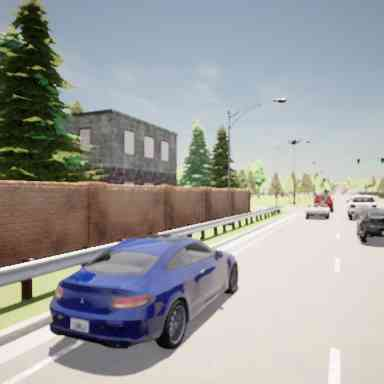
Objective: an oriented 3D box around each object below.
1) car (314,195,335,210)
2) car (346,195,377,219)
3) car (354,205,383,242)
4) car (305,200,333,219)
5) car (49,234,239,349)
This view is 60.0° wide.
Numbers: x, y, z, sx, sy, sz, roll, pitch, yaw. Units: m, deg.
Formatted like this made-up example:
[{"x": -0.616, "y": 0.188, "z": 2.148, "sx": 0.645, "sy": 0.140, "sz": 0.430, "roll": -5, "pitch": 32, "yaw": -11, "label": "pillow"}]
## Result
[{"x": 16.041, "y": 1.345, "z": 40.510, "sx": 2.150, "sy": 2.045, "sz": 5.566, "roll": 0, "pitch": 0, "yaw": 24, "label": "car"}, {"x": 14.928, "y": 1.317, "z": 29.257, "sx": 2.150, "sy": 2.045, "sz": 5.566, "roll": 0, "pitch": 0, "yaw": 24, "label": "car"}, {"x": 9.118, "y": 1.554, "z": 16.145, "sx": 1.837, "sy": 1.490, "sz": 4.892, "roll": 0, "pitch": -1, "yaw": 24, "label": "car"}, {"x": 11.505, "y": 1.691, "z": 30.243, "sx": 1.895, "sy": 1.301, "sz": 4.718, "roll": 0, "pitch": 0, "yaw": 24, "label": "car"}, {"x": -0.501, "y": 1.539, "z": 6.346, "sx": 1.812, "sy": 1.442, "sz": 4.674, "roll": 0, "pitch": 0, "yaw": 24, "label": "car"}]
